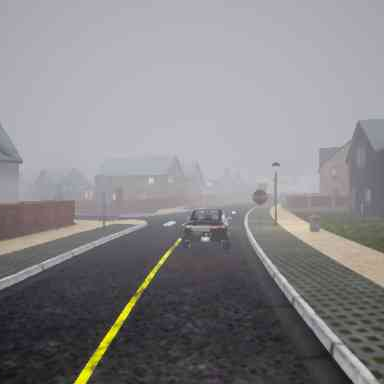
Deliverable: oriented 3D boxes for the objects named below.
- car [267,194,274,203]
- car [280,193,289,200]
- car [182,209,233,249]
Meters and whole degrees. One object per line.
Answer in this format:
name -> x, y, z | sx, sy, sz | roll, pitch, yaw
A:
car -> 14.660, 1.153, 65.350 | 2.097, 1.767, 4.553 | 0, 0, 25
car -> 22.505, 1.038, 79.932 | 1.837, 1.490, 4.892 | 0, 0, 33
car -> 0.711, 1.484, 14.460 | 2.128, 1.511, 4.902 | 0, 0, 6
